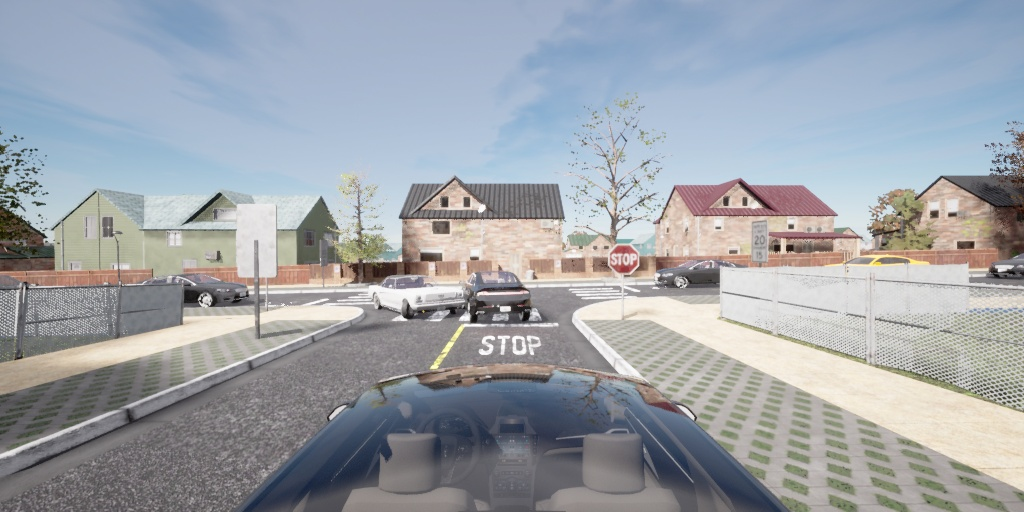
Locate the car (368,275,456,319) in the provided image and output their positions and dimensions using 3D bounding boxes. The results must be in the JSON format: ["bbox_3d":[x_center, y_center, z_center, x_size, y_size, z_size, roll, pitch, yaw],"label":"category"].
[{"bbox_3d":[-3.604,1.368,13.069,1.895,1.301,4.718,0,0,-38],"label":"car"}]

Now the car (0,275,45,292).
[{"bbox_3d":[-24.242,1.648,16.522,4.553,1.767,2.097,-1,1,0],"label":"car"}]

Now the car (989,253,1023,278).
[{"bbox_3d":[29.383,0.478,19.694,4.902,1.511,2.128,-1,1,0],"label":"car"}]

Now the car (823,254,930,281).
[{"bbox_3d":[19.759,0.690,19.657,5.008,1.535,1.882,-1,1,-1],"label":"car"}]

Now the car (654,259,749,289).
[{"bbox_3d":[10.328,0.926,19.619,4.902,1.511,2.128,-1,1,0],"label":"car"}]

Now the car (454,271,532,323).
[{"bbox_3d":[-0.687,1.243,12.210,2.128,1.511,4.902,0,0,-12],"label":"car"}]

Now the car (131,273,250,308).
[{"bbox_3d":[-14.904,1.566,16.563,4.902,1.511,2.128,-1,1,0],"label":"car"}]
